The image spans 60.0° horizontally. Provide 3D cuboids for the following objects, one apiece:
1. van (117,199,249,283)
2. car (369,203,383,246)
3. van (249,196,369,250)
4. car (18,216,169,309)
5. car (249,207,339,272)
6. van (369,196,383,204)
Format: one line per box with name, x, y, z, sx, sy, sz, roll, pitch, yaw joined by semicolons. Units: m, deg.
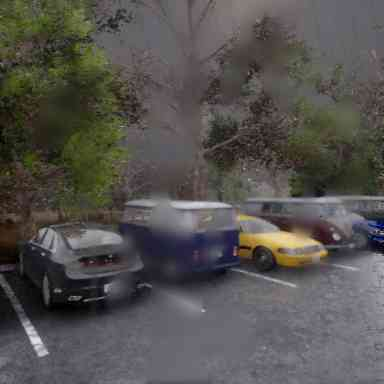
van;-0.670;1.229;9.727;1.878;1.987;4.442;0;0;-36
car;6.161;1.412;14.463;2.097;1.535;5.008;0;0;-35
van;3.976;1.201;12.754;1.878;1.987;4.442;0;0;-35
car;-2.852;1.470;8.019;2.231;1.521;4.892;0;0;-36
car;1.763;1.438;11.092;1.946;1.575;5.366;0;0;-36
van;8.365;1.188;15.886;1.878;1.987;4.442;0;0;-36
